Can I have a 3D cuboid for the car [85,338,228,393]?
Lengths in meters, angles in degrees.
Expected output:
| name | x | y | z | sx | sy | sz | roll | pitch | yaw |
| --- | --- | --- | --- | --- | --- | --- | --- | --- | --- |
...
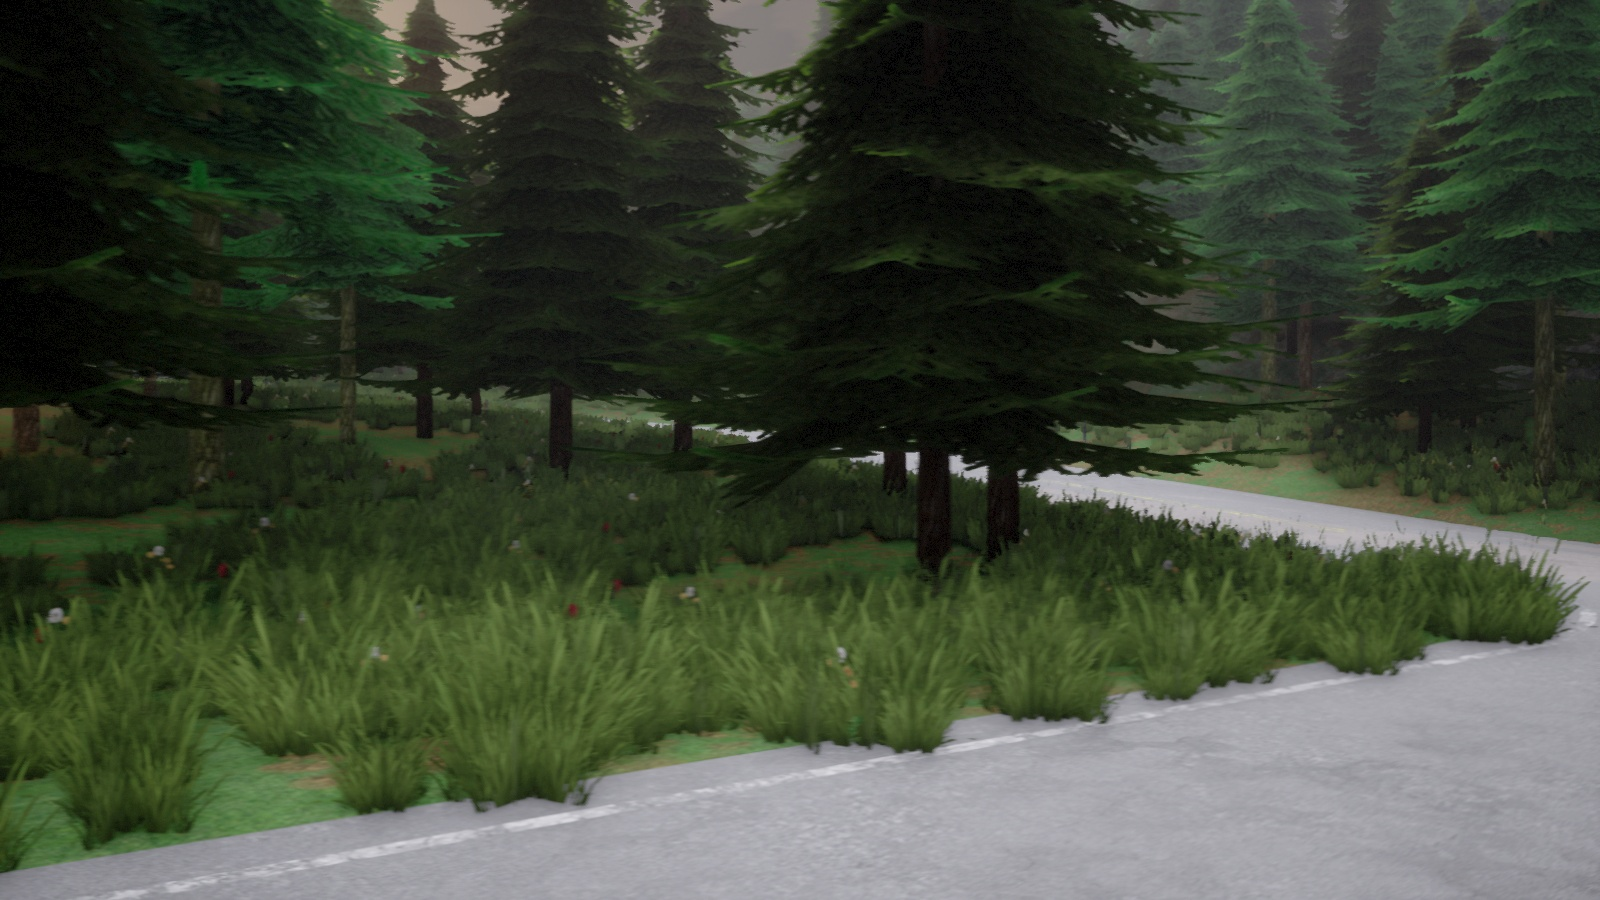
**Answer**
| name | x | y | z | sx | sy | sz | roll | pitch | yaw |
| --- | --- | --- | --- | --- | --- | --- | --- | --- | --- |
| car | -30.790 | -4.009 | 60.252 | 5.566 | 2.045 | 2.150 | 4 | -1 | -5 |
